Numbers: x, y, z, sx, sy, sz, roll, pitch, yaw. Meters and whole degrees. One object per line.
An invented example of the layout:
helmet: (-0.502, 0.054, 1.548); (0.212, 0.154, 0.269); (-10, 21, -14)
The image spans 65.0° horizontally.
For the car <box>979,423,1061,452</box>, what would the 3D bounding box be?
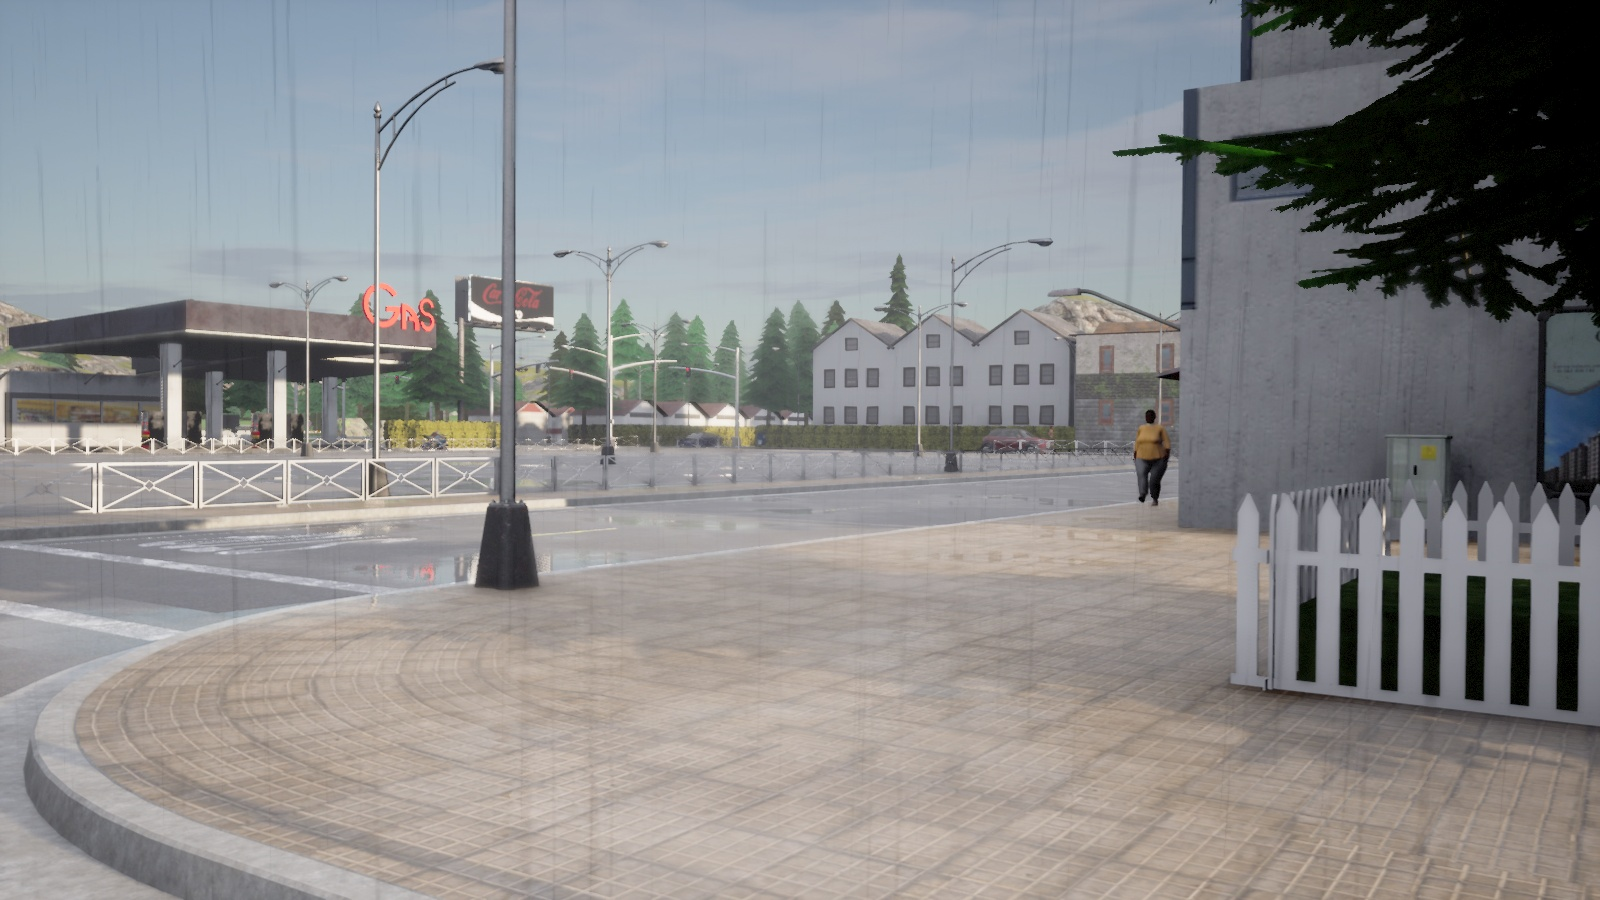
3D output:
car: (13.791, -0.779, 78.812); (4.553, 1.767, 2.097); (0, 1, 34)

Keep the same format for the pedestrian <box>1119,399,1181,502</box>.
pedestrian: (6.485, 0.006, 23.263); (0.874, 1.855, 0.900); (0, 1, 31)

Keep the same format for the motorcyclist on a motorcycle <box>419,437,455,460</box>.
motorcyclist on a motorcycle: (-24.301, -0.114, 84.103); (0.866, 1.530, 2.191); (0, 1, 35)
